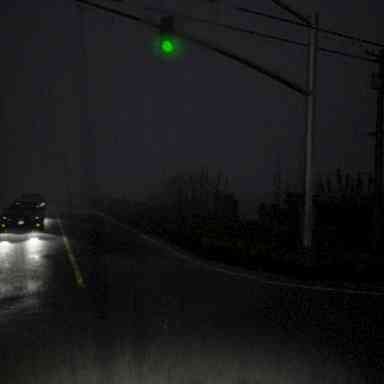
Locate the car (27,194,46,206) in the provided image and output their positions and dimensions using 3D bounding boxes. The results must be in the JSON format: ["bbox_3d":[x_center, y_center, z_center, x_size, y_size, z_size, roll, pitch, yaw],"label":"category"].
[{"bbox_3d":[-18.305,0.925,39.260,1.895,1.301,4.718,2,0,-23],"label":"car"}]

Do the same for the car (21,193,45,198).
[{"bbox_3d":[-12.564,0.880,26.071,2.097,1.767,4.553,2,0,-24],"label":"car"}]

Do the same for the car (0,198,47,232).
[{"bbox_3d":[-8.837,1.224,17.505,1.994,1.385,4.181,2,0,-24],"label":"car"}]
